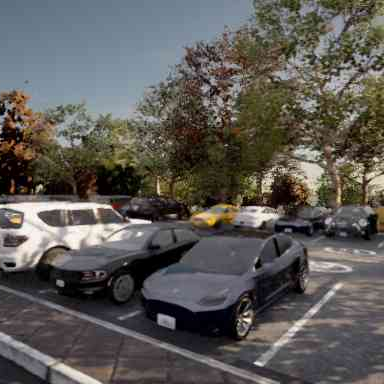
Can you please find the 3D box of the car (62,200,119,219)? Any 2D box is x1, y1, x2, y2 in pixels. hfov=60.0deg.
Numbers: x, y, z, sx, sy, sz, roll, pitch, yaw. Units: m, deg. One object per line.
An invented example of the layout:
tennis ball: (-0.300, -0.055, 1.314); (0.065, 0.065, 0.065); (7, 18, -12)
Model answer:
car: (-9.310, 1.582, 30.901); (2.163, 1.488, 4.792); (0, 0, 36)

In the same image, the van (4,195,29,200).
van: (-18.117, 1.377, 37.405); (1.878, 1.987, 4.442); (0, 0, 36)

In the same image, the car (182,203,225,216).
car: (1.871, 1.571, 22.516); (1.946, 1.575, 5.366); (0, 0, 36)

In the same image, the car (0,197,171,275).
car: (-3.458, 1.337, 10.485); (2.435, 2.045, 5.566); (0, 0, 36)

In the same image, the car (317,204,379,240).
car: (8.622, 1.466, 17.881); (2.185, 1.767, 4.553); (0, 0, 36)

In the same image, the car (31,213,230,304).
car: (-1.226, 1.595, 8.835); (2.097, 1.535, 5.008); (0, 0, 36)

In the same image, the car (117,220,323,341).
car: (1.000, 1.630, 7.176); (2.163, 1.488, 4.792); (0, 0, 36)

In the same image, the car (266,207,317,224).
car: (6.446, 1.616, 19.386); (2.163, 1.488, 4.792); (0, 0, 36)

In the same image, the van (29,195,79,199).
van: (-13.753, 1.344, 33.959); (1.878, 1.987, 4.442); (0, 0, 36)

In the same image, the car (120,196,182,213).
car: (-2.485, 1.311, 25.944); (2.435, 2.045, 5.566); (0, 0, 36)

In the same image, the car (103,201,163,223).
car: (-4.760, 1.586, 27.525); (2.163, 1.488, 4.792); (0, 0, 36)

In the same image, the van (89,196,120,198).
van: (-7.016, 1.326, 29.343); (1.878, 1.987, 4.442); (0, 0, 36)

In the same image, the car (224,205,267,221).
car: (4.220, 1.620, 21.036); (2.002, 1.452, 4.674); (0, 0, 36)

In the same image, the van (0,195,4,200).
van: (-20.495, 1.396, 38.844); (1.878, 1.987, 4.442); (0, 0, 36)

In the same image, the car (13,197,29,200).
car: (-15.940, 1.585, 35.687); (2.097, 1.535, 5.008); (0, 0, 36)
